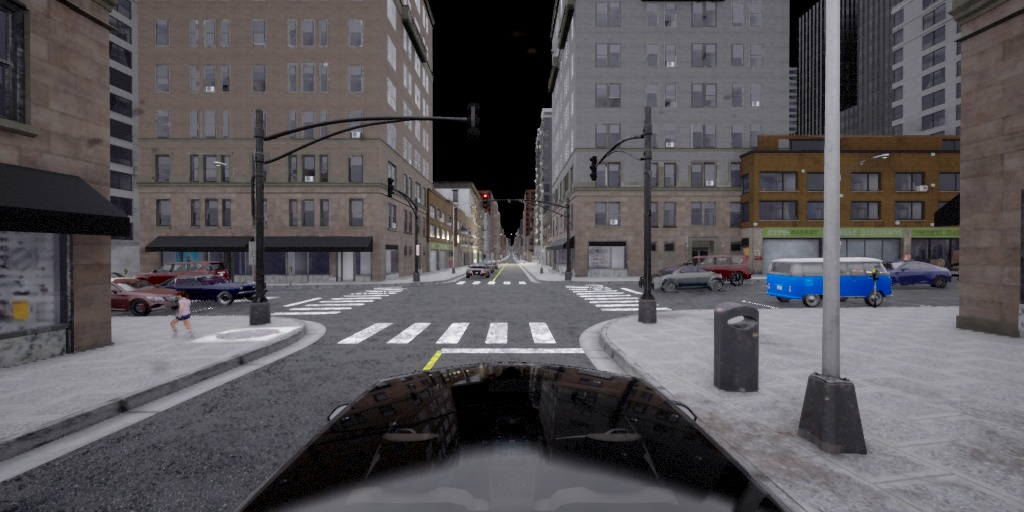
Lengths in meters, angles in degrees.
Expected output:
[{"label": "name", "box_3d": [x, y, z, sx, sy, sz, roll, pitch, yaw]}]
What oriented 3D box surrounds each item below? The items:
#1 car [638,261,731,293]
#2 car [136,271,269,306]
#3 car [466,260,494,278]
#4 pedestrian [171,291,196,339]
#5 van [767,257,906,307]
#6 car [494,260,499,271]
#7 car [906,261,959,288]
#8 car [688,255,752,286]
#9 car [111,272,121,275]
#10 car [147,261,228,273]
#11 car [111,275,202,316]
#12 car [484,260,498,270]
[{"label": "car", "box_3d": [9.014, 1.180, 19.270, 4.181, 1.385, 1.994, -1, 0, -8]}, {"label": "car", "box_3d": [-13.959, 1.517, 16.362, 4.718, 1.301, 1.895, -1, 0, 0]}, {"label": "car", "box_3d": [-3.096, 1.319, 33.643, 1.994, 1.385, 4.181, 0, 0, 1]}, {"label": "pedestrian", "box_3d": [-7.338, 1.284, 8.040, 0.500, 1.100, 0.500, 0, 0, 0]}, {"label": "van", "box_3d": [12.114, 0.957, 13.772, 3.998, 1.789, 1.690, 0, 0, 0]}, {"label": "car", "box_3d": [-3.105, 1.256, 43.836, 2.128, 1.511, 4.902, 0, 0, 0]}, {"label": "car", "box_3d": [21.130, 0.991, 19.665, 4.674, 1.442, 1.812, -1, 0, 0]}, {"label": "car", "box_3d": [12.090, 0.872, 22.298, 5.009, 1.841, 2.192, 0, 0, 0]}, {"label": "car", "box_3d": [-26.026, 1.552, 22.192, 4.829, 1.417, 1.751, 0, 0, 0]}, {"label": "car", "box_3d": [-20.351, 1.271, 22.207, 5.009, 1.841, 2.192, 0, 0, 0]}, {"label": "car", "box_3d": [-14.822, 1.528, 13.697, 4.207, 1.307, 1.802, 0, 0, 0]}, {"label": "car", "box_3d": [-3.093, 1.304, 54.132, 1.812, 1.442, 4.674, 0, 0, 0]}]
